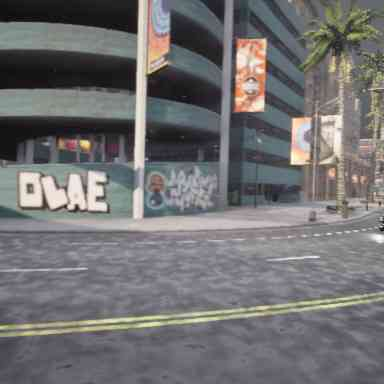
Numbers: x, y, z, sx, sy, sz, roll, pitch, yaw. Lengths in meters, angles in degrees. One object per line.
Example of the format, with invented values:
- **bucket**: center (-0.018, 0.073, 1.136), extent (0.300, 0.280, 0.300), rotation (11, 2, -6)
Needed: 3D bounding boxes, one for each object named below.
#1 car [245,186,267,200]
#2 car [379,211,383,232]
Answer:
- **car**: center (9.484, 0.134, 50.152), extent (2.435, 2.045, 5.566), rotation (3, 2, 35)
- **car**: center (11.965, 1.433, 18.258), extent (4.892, 1.490, 1.837), rotation (1, 2, -42)
